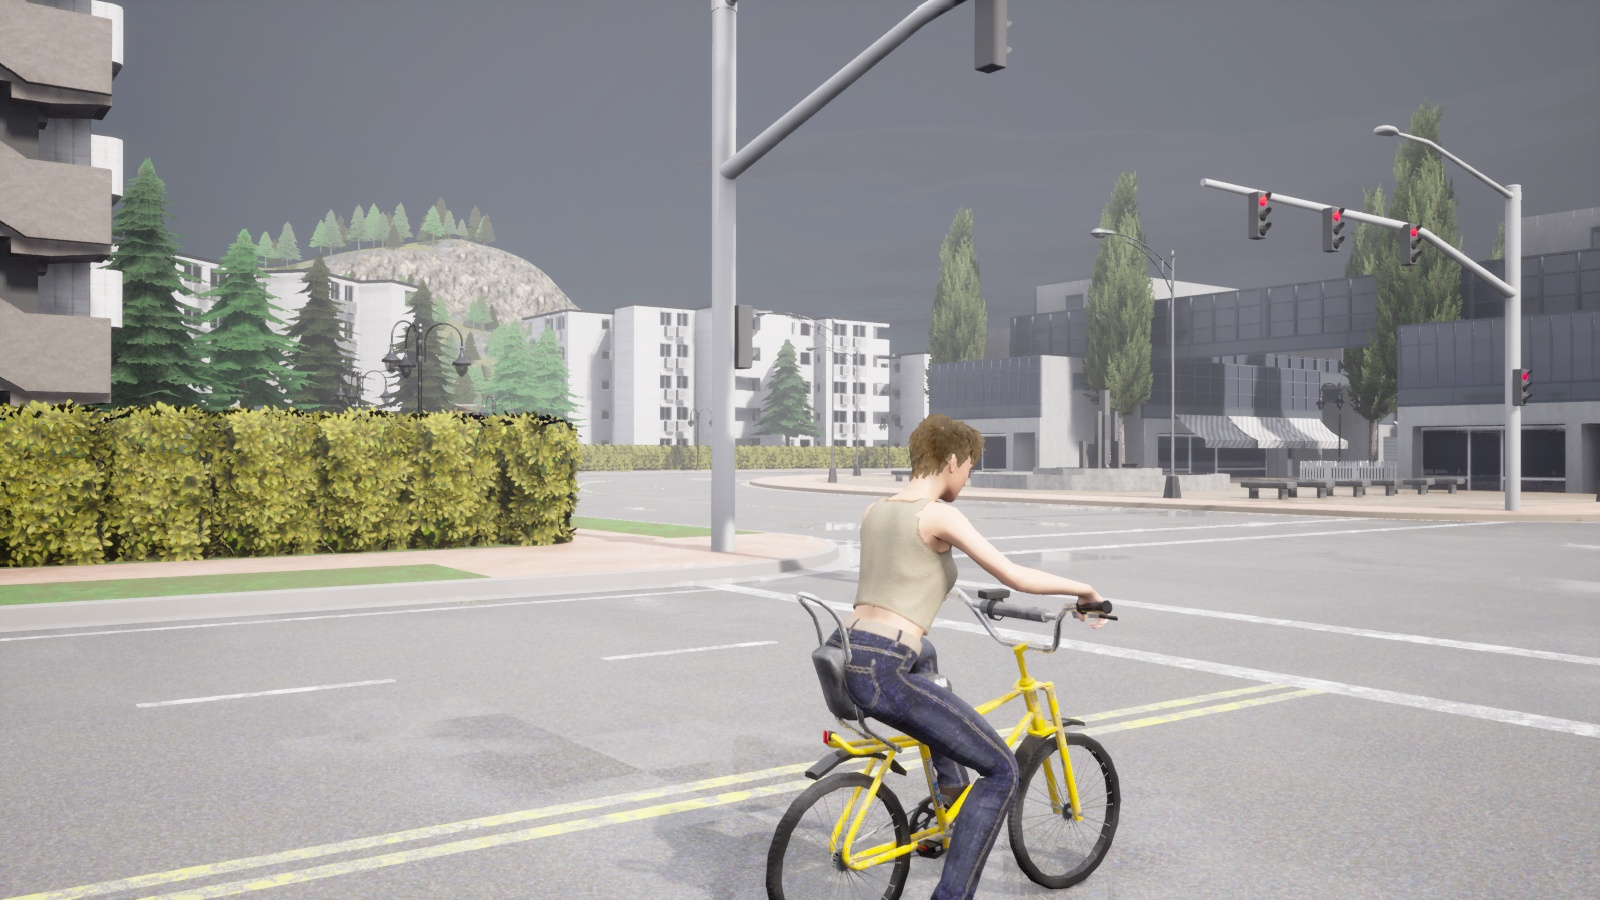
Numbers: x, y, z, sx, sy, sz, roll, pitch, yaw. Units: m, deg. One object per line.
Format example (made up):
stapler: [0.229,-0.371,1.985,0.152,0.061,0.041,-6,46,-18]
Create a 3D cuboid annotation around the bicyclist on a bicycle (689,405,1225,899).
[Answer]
bicyclist on a bicycle: [0.520,0.690,4.026,1.509,1.612,0.866,0,0,-35]
